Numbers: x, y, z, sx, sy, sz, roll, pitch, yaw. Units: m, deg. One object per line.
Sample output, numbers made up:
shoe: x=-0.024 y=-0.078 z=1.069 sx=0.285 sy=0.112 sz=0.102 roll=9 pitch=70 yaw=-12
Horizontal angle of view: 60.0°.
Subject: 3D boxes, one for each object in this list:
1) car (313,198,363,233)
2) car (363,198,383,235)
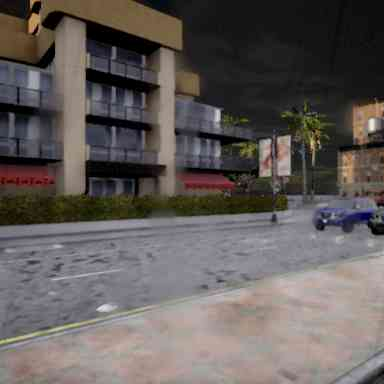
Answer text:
car: x=10.251 y=1.424 z=21.864 sx=5.566 sy=2.045 sz=2.150 roll=1 pitch=-1 yaw=-37
car: x=12.386 y=1.391 z=19.091 sx=5.566 sy=2.045 sz=2.150 roll=1 pitch=-1 yaw=-38
